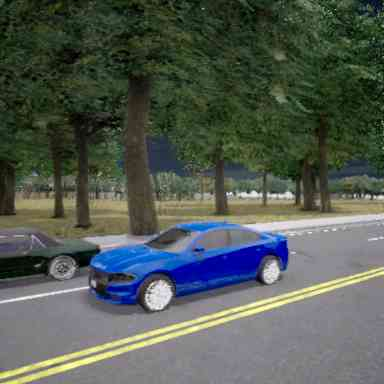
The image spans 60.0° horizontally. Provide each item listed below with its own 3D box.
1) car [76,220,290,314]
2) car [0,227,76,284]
[{"bbox_3d":[0.161,1.466,7.792,5.008,1.535,1.882,0,0,-35],"label":"car"},{"bbox_3d":[-4.839,1.599,8.218,4.718,1.301,1.895,0,0,-36],"label":"car"}]
